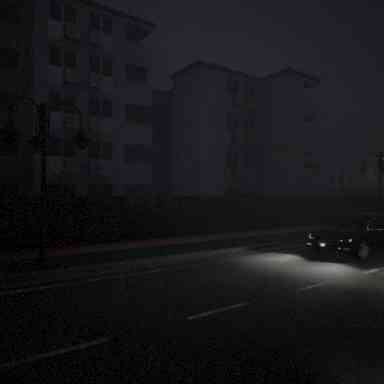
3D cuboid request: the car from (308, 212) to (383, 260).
[{"bbox_3d":[6.448,1.558,12.731,4.892,1.490,1.837,0,0,-35],"label":"car"}]
